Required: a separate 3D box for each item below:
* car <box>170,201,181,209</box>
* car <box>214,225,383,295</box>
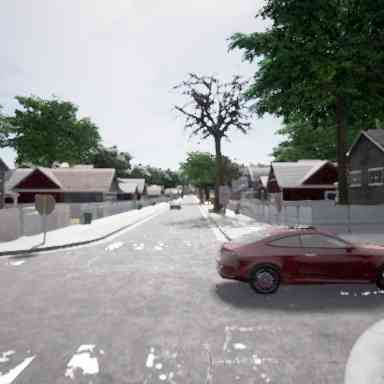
[{"bbox_3d":[-2.809,2.250,57.601,2.033,1.411,5.357,0,-1,0],"label":"car"},{"bbox_3d":[2.901,1.574,8.254,4.674,1.442,1.812,-1,-1,-1],"label":"car"}]
